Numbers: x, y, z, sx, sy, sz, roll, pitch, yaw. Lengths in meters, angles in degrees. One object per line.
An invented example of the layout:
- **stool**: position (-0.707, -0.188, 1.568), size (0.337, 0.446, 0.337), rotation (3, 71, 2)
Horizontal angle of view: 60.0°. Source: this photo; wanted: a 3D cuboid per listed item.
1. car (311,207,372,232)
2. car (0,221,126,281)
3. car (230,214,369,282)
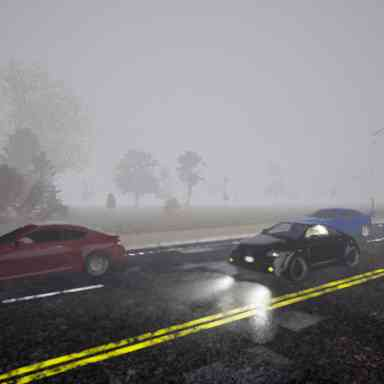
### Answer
- **car**: position (7.017, 1.508, 16.630), size (5.008, 1.535, 1.882), rotation (0, 0, -35)
- **car**: position (-4.052, 1.529, 8.748), size (4.674, 1.442, 1.812), rotation (0, 0, -35)
- **car**: position (3.131, 1.580, 9.896), size (4.181, 1.385, 1.994), rotation (0, 0, -35)
